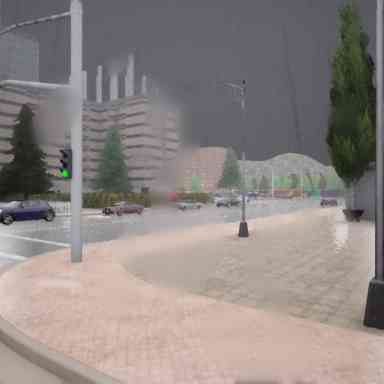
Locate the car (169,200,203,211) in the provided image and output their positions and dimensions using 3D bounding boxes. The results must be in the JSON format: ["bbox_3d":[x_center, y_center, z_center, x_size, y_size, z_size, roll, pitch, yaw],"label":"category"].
[{"bbox_3d":[-0.692,1.601,40.633,1.895,1.301,4.718,0,0,36],"label":"car"}]

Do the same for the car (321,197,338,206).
[{"bbox_3d":[22.243,1.526,54.001,1.812,1.442,4.674,0,0,36],"label":"car"}]

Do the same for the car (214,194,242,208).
[{"bbox_3d":[5.455,1.505,49.024,1.837,1.490,4.892,0,0,37],"label":"car"}]

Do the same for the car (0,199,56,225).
[{"bbox_3d":[-12.505,1.352,24.388,2.097,1.767,4.553,0,0,36],"label":"car"}]

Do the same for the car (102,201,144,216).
[{"bbox_3d":[-6.662,1.564,32.439,1.994,1.385,4.181,0,0,36],"label":"car"}]
